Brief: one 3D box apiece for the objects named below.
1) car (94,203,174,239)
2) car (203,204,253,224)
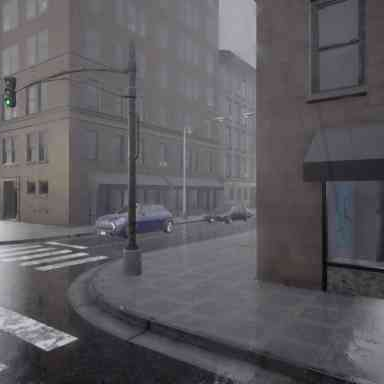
[{"bbox_3d":[-3.025,1.433,18.031,2.097,1.767,4.553,0,0,35],"label":"car"},{"bbox_3d":[3.012,1.687,26.531,2.033,1.411,5.357,0,0,35],"label":"car"}]
